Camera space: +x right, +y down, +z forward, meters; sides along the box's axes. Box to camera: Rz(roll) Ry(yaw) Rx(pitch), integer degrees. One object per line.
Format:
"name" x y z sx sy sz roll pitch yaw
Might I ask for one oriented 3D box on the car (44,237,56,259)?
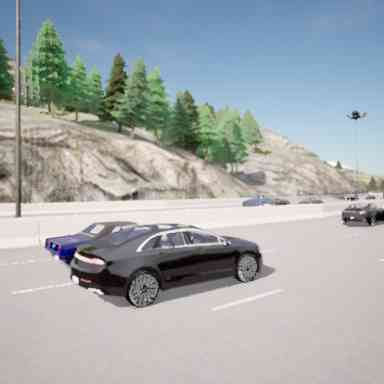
"car" -2.158 1.612 10.981 4.718 1.301 1.895 0 0 -37

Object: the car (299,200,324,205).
"car" 14.461 1.465 40.555 2.128 1.511 4.902 0 0 42

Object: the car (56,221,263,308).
"car" -0.355 1.496 7.984 4.902 1.511 2.128 0 0 -37

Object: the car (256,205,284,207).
"car" 10.512 1.475 41.438 2.128 1.511 4.902 0 0 43

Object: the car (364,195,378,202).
"car" 39.220 1.349 72.728 2.033 1.411 5.357 0 0 35

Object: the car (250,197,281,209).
"car" 10.285 1.464 46.339 1.882 1.535 5.008 0 0 42

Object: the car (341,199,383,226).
"car" 12.071 1.465 22.987 4.902 1.511 2.128 0 0 -43
